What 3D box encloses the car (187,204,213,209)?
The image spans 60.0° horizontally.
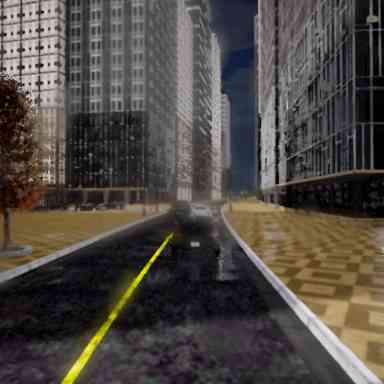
[{"bbox_3d":[0.841,1.826,28.780,1.812,1.442,4.674,0,0,4],"label":"car"}]

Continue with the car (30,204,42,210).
[{"bbox_3d":[-30.387,2.811,63.149,4.313,1.339,1.947,-1,0,13],"label":"car"}]

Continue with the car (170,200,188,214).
[{"bbox_3d":[-1.415,1.764,40.358,2.097,1.767,4.553,0,0,5],"label":"car"}]

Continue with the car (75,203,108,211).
[{"bbox_3d":[-15.837,2.336,51.185,4.403,1.369,2.008,-1,0,13],"label":"car"}]

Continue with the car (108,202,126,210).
[{"bbox_3d":[-13.948,2.455,59.349,4.403,1.369,2.008,-1,0,13],"label":"car"}]

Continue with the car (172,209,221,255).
[{"bbox_3d":[0.207,1.674,13.838,1.812,1.442,4.674,0,0,2],"label":"car"}]

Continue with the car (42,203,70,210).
[{"bbox_3d":[-24.907,2.697,61.882,4.313,1.339,1.947,-1,0,13],"label":"car"}]
